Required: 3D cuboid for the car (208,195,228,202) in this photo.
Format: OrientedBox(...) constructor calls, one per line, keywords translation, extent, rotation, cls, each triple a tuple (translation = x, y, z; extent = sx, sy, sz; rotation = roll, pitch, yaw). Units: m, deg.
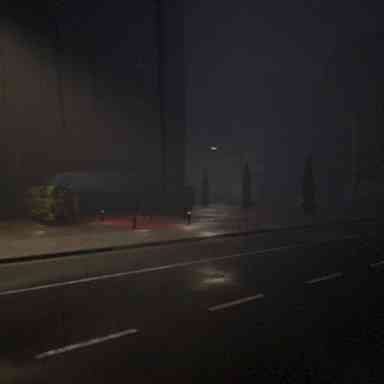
OrientedBox(translation=(4.972, 1.215, 66.784), extent=(1.895, 1.301, 4.718), rotation=(-1, 0, -34), cls="car")
